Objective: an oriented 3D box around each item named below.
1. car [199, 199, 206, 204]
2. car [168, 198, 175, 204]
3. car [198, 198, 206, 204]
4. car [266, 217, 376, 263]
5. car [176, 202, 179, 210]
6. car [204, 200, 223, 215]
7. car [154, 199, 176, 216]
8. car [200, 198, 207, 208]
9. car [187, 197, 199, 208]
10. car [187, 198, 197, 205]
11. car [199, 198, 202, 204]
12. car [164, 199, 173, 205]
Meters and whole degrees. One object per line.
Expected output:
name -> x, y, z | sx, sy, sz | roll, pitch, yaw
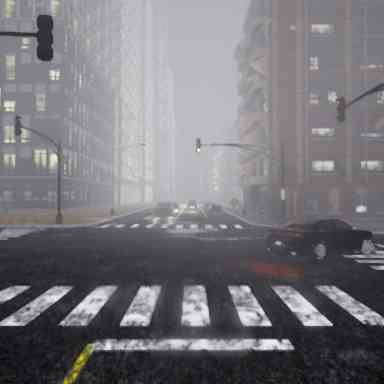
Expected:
car -> 2.715, 2.478, 86.471 | 1.802, 1.307, 4.206 | 0, -1, 0
car -> -5.664, 2.503, 92.122 | 1.887, 1.381, 4.507 | 0, -1, 0
car -> 2.717, 2.398, 92.121 | 1.967, 1.590, 4.097 | 0, -1, 0
car -> 5.168, 1.724, 13.133 | 5.008, 1.535, 1.882 | 2, -3, -32
car -> -3.061, 2.099, 52.550 | 1.994, 1.385, 4.181 | 0, -1, 0
car -> 2.752, 1.982, 39.665 | 1.802, 1.307, 4.206 | 0, -1, 0
car -> -3.087, 1.851, 37.069 | 1.882, 1.535, 5.008 | 0, -1, 0
car -> 2.705, 2.086, 52.582 | 2.008, 1.369, 4.403 | 0, -1, 0
car -> 0.018, 2.162, 62.264 | 1.812, 1.442, 4.674 | 0, -1, 0
car -> 0.021, 2.100, 72.267 | 2.128, 1.511, 4.902 | 0, -1, 0
car -> 2.708, 2.145, 58.230 | 2.008, 1.369, 4.403 | 0, -1, 0
car -> -5.666, 2.386, 80.825 | 2.008, 1.369, 4.403 | 0, -1, 0
